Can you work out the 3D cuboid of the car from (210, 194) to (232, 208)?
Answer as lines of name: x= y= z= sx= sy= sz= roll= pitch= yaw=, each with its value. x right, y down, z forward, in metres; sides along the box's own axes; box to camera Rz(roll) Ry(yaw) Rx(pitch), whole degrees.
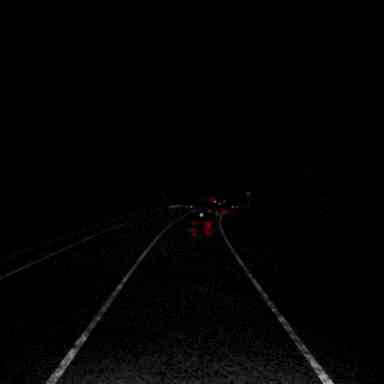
car: x=4.172 y=1.360 z=44.868 sx=1.812 sy=1.442 sz=4.674 roll=1 pitch=0 yaw=16

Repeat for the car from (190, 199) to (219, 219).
car: x=1.009 y=1.504 z=28.261 sx=1.895 sy=1.301 sz=4.718 roll=1 pitch=0 yaw=7

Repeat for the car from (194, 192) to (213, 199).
car: x=1.884 y=0.964 z=49.094 sx=2.150 sy=2.045 sz=5.566 roll=2 pitch=0 yaw=17
